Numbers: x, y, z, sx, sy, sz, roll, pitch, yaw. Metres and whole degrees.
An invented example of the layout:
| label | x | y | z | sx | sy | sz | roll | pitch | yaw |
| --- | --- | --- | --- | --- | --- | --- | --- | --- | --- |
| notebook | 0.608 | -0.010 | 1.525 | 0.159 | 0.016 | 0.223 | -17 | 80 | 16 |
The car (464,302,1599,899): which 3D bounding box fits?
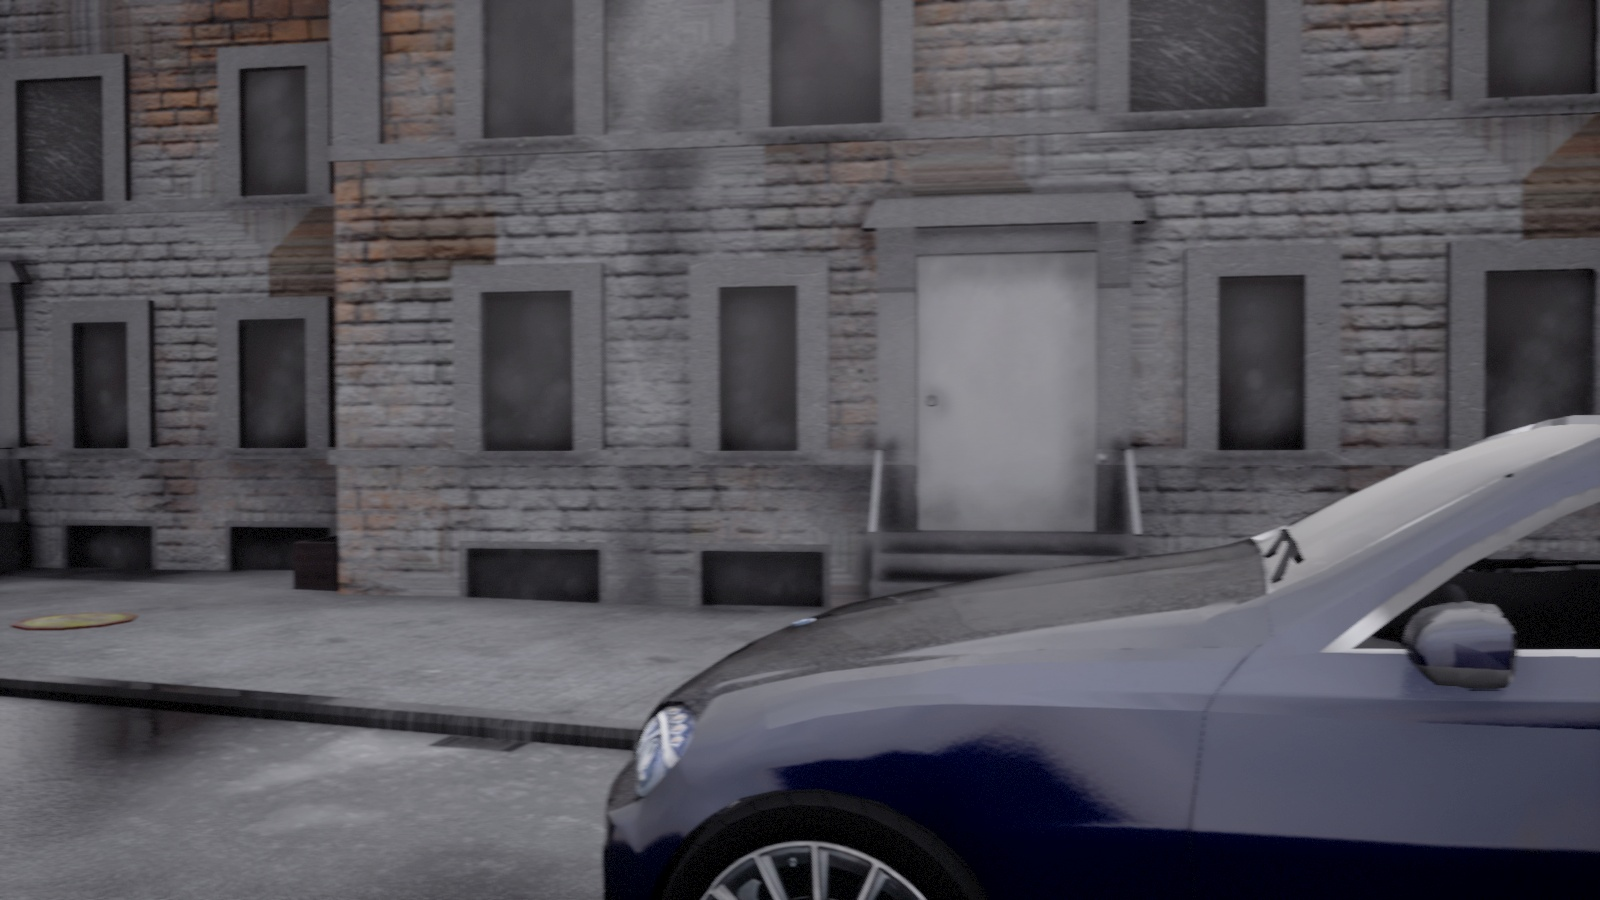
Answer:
| label | x | y | z | sx | sy | sz | roll | pitch | yaw |
| --- | --- | --- | --- | --- | --- | --- | --- | --- | --- |
| car | 1.967 | 0.564 | 3.056 | 5.027 | 1.651 | 2.152 | 1 | 1 | 19 |
